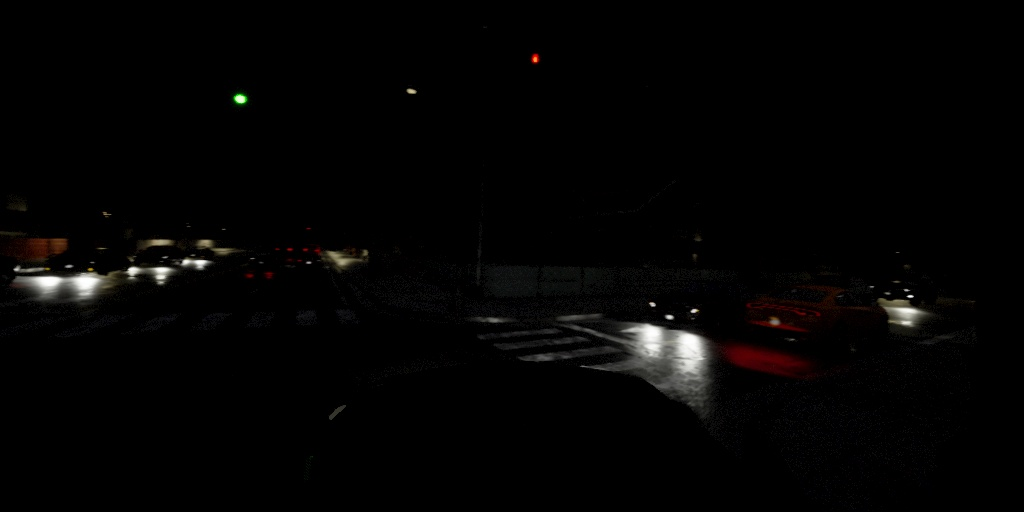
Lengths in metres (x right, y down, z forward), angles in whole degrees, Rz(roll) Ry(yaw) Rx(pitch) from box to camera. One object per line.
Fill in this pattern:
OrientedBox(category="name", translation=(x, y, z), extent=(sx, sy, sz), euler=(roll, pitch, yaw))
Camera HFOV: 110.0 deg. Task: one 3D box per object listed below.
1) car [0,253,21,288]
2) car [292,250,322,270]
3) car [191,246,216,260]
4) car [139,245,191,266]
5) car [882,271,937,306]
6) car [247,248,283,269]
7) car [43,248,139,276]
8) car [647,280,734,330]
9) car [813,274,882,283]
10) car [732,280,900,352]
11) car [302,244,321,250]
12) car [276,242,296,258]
OrientedBox(category="car", translation=(-17.940, 0.396, 11.027), extent=(2.128, 1.511, 4.902), euler=(3, 0, -29))
OrientedBox(category="car", translation=(-17.743, 0.462, 31.402), extent=(1.994, 1.385, 4.181), euler=(3, 0, -29))
OrientedBox(category="car", translation=(-31.547, -0.337, 36.168), extent=(1.994, 1.385, 4.181), euler=(3, 1, -29))
OrientedBox(category="car", translation=(-26.905, -0.089, 27.536), extent=(1.882, 1.535, 5.008), euler=(3, 0, -28))
OrientedBox(category="car", translation=(24.944, 1.982, 22.905), extent=(5.566, 2.045, 2.150), euler=(2, 0, -30))
OrientedBox(category="car", translation=(-20.763, 0.270, 30.161), extent=(1.812, 1.442, 4.674), euler=(3, 0, -29))
OrientedBox(category="car", translation=(-22.342, 0.266, 19.087), extent=(1.994, 1.385, 4.181), euler=(3, 0, -29))
OrientedBox(category="car", translation=(7.067, 1.584, 12.536), extent=(5.357, 1.411, 2.033), euler=(2, 0, -34))
OrientedBox(category="car", translation=(15.707, 1.739, 17.534), extent=(4.553, 1.767, 2.097), euler=(2, 0, -30))
OrientedBox(category="car", translation=(8.752, 1.589, 10.217), extent=(5.008, 1.535, 1.882), euler=(2, 0, -29))
OrientedBox(category="car", translation=(-29.019, -0.704, 51.916), extent=(2.150, 2.045, 5.566), euler=(3, 1, -29))
OrientedBox(category="car", translation=(-31.971, -0.853, 50.548), extent=(2.150, 2.045, 5.566), euler=(3, 1, -29))
